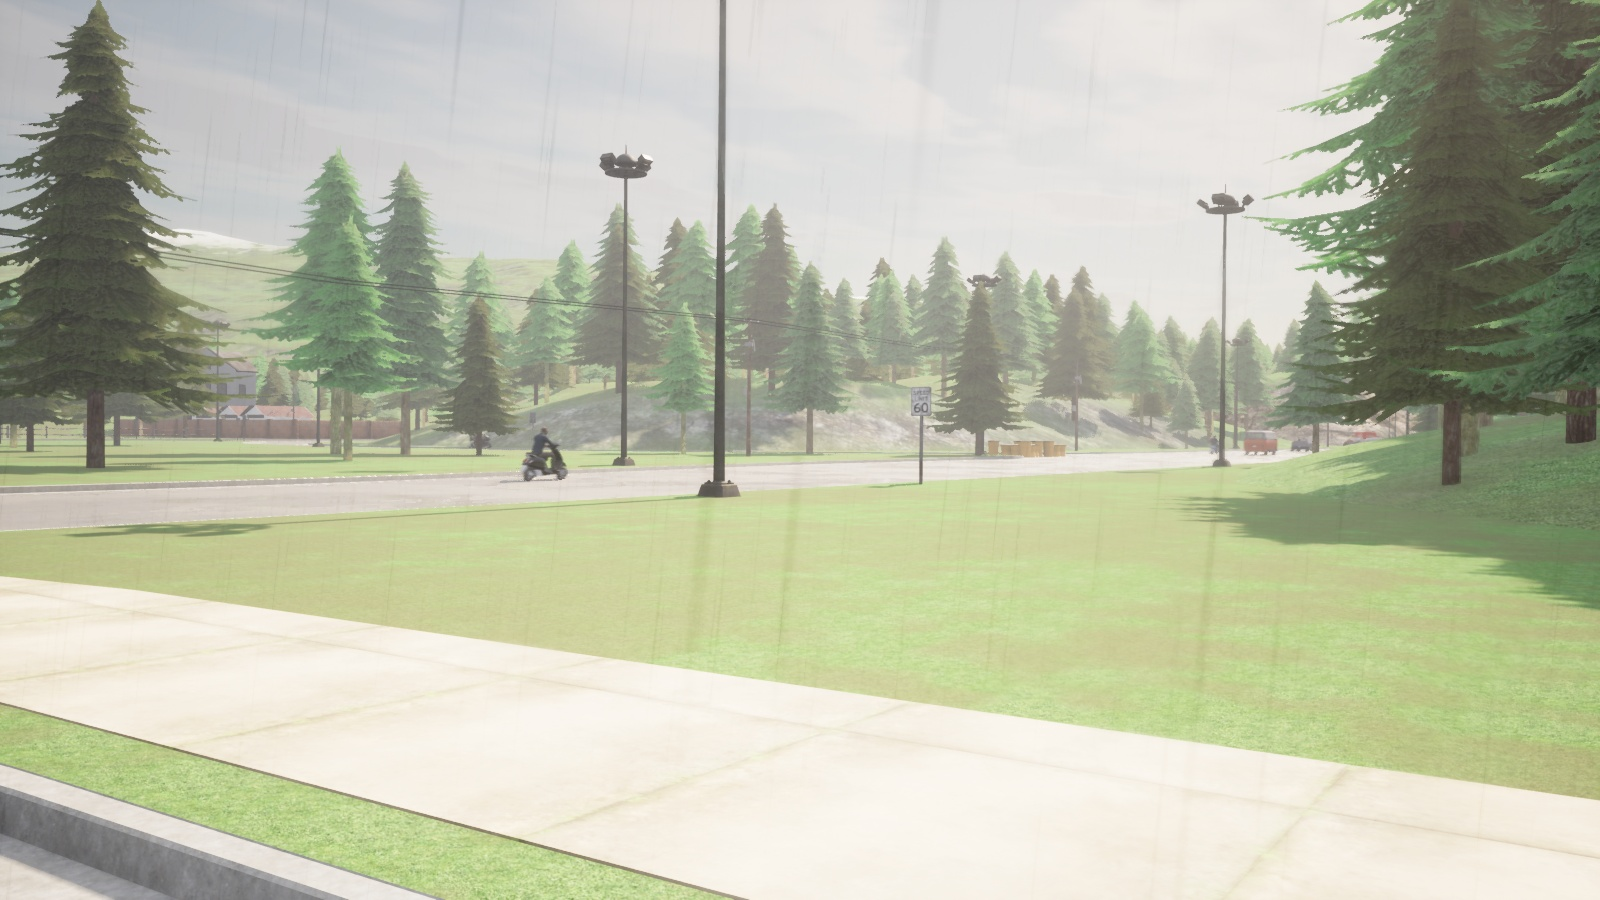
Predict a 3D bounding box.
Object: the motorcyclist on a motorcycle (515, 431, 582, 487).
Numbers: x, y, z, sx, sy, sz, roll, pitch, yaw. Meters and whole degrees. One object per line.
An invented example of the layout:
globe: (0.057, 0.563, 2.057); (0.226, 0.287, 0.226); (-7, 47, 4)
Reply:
motorcyclist on a motorcycle: (-7.371, 0.248, 36.843); (0.866, 1.590, 1.817); (0, 1, 35)

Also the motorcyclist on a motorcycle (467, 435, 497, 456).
motorcyclist on a motorcycle: (-22.784, -0.307, 89.872); (2.044, 1.523, 0.797); (0, 1, 27)
